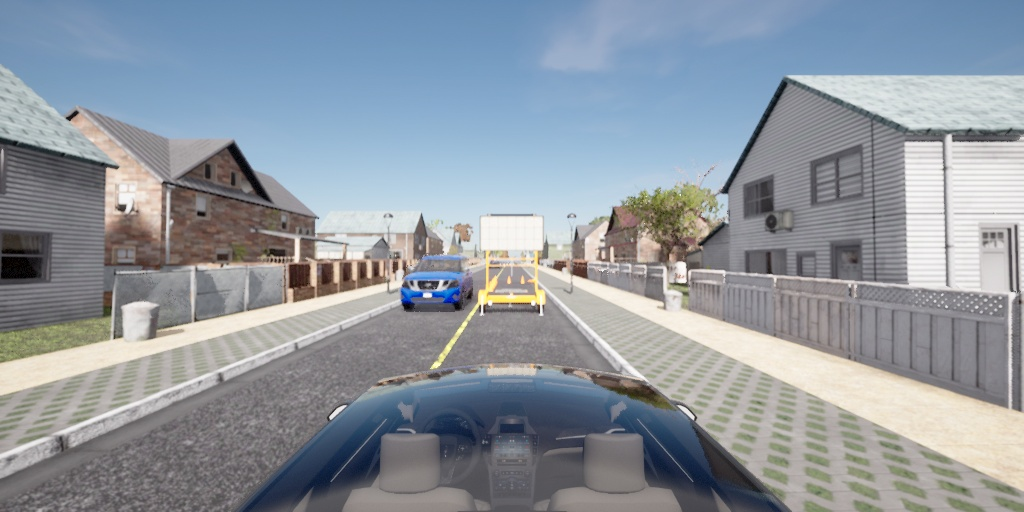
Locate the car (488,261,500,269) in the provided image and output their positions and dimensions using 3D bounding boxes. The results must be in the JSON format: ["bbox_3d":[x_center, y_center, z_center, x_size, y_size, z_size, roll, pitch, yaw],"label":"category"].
[{"bbox_3d":[-2.922,1.439,58.729,1.994,1.385,4.181,0,0,0],"label":"car"}]

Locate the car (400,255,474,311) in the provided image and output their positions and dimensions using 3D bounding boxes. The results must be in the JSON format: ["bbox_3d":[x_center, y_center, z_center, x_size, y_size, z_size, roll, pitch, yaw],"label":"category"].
[{"bbox_3d":[-2.872,0.979,14.911,2.150,2.045,5.566,0,0,0],"label":"car"}]

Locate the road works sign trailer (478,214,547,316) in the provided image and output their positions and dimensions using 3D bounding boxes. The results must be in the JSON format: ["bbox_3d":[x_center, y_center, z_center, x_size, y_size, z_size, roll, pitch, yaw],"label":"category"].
[{"bbox_3d":[-0.007,0.221,13.480,2.380,3.560,2.880,0,0,0],"label":"road works sign trailer"}]
